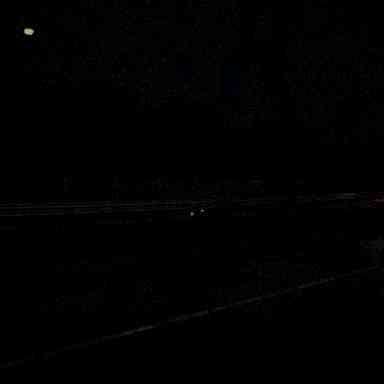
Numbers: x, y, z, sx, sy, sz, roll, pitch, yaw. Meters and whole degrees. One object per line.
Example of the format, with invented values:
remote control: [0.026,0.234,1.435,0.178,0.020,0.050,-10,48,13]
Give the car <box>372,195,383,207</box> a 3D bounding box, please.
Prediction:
car: [21.240,0.975,35.547,5.008,1.535,1.882,-2,1,-33]

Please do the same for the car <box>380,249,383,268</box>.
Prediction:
car: [6.934,1.565,8.615,4.718,1.301,1.895,-1,0,-35]

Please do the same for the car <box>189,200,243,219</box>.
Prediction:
car: [2.031,1.390,26.757,4.902,1.511,2.128,-1,0,-35]

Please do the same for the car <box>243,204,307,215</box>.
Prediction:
car: [5.561,1.471,20.686,4.181,1.385,1.994,-1,0,-35]
